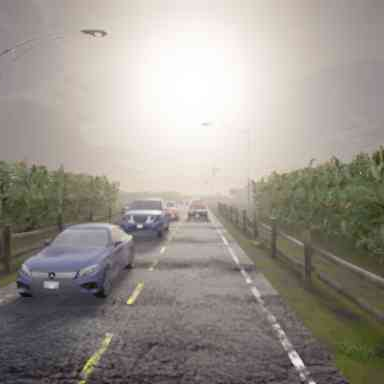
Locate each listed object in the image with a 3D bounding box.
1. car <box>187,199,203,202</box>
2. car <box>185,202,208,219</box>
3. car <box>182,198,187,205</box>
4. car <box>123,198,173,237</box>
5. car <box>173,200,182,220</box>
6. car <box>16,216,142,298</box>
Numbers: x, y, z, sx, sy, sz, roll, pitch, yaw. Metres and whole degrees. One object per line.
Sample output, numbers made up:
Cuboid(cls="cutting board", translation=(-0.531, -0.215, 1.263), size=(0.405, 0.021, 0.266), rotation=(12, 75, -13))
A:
Cuboid(cls="car", translation=(0.826, 1.795, 47.420), size=(2.097, 1.767, 4.553), rotation=(0, -1, 2))
Cuboid(cls="car", translation=(0.574, 1.896, 32.560), size=(1.895, 1.301, 4.718), rotation=(0, -1, 1))
Cuboid(cls="car", translation=(-1.564, 2.167, 72.664), size=(2.128, 1.511, 4.902), rotation=(0, -1, 1))
Cuboid(cls="car", translation=(-2.545, 1.376, 19.349), size=(2.150, 2.045, 5.566), rotation=(0, -1, 1))
Cuboid(cls="car", translation=(-2.310, 1.610, 30.490), size=(2.097, 1.767, 4.553), rotation=(0, 0, 2))
Cuboid(cls="car", translation=(-2.724, 1.587, 8.855), size=(1.812, 1.442, 4.674), rotation=(0, -1, 1))
